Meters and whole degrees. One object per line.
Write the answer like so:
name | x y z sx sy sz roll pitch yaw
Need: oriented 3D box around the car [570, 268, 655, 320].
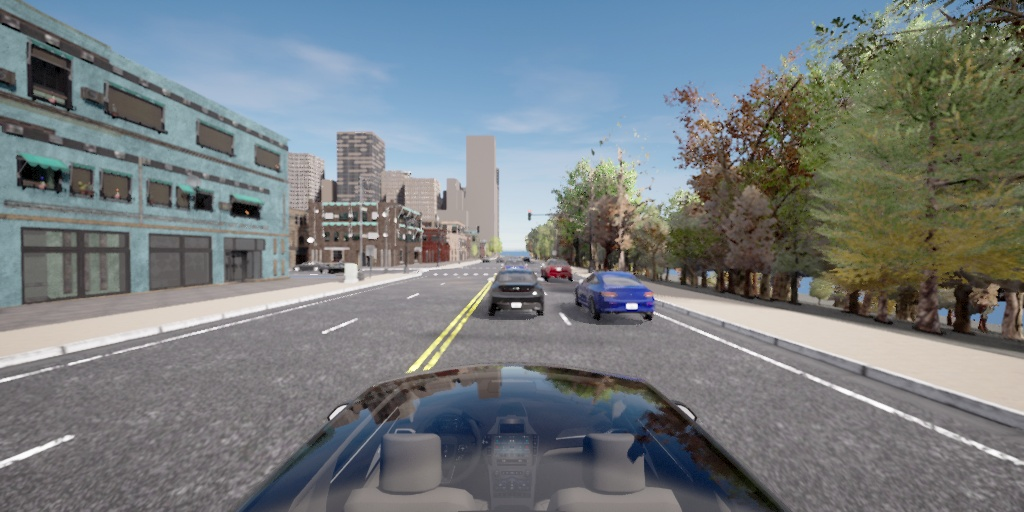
car | 3.394 1.244 12.420 1.812 1.442 4.674 0 0 0

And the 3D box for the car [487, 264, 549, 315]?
car | 0.148 1.223 13.358 1.837 1.490 4.892 0 1 0

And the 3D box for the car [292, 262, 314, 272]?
car | -28.069 1.423 49.806 4.403 1.370 2.007 0 0 0

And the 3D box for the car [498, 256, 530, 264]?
car | 0.219 1.024 28.795 2.097 1.767 4.553 0 0 0

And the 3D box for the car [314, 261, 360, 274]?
car | -19.774 1.451 41.257 4.313 1.339 1.948 0 0 0

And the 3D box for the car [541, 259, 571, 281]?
car | 3.469 1.023 28.625 2.097 1.767 4.553 0 0 0
